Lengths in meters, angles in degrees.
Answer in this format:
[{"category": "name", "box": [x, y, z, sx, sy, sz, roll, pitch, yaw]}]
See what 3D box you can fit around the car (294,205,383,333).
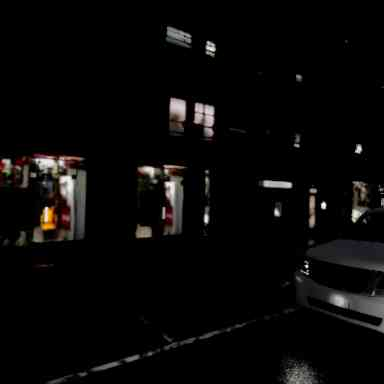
[{"category": "car", "box": [4.436, 1.288, 6.541, 5.566, 2.045, 2.150, 1, 0, -35]}]
